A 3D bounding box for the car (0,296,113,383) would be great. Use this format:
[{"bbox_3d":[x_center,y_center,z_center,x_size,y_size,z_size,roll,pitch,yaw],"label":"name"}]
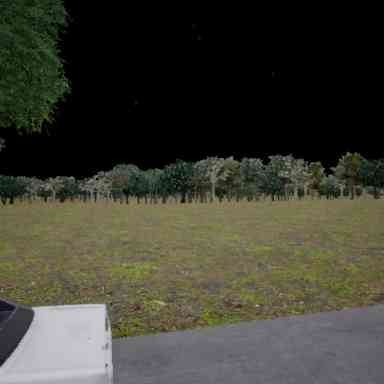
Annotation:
[{"bbox_3d":[-3.116,1.658,2.862,4.718,1.301,1.895,-1,-1,-15],"label":"car"}]
